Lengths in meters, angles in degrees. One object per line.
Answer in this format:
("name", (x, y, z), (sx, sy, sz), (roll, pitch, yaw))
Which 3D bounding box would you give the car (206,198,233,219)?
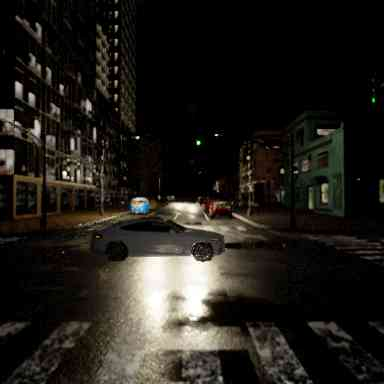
("car", (2.644, 1.647, 31.082), (1.967, 1.590, 4.097), (1, 0, 0))

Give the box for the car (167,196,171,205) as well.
("car", (-5.804, 1.996, 65.069), (1.947, 1.339, 4.313), (1, 0, 0))

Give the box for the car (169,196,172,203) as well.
("car", (-5.815, 2.033, 70.743), (1.947, 1.339, 4.313), (1, 0, 0))

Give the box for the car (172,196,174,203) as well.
("car", (-5.837, 2.092, 82.091), (2.008, 1.369, 4.403), (1, 0, 0))

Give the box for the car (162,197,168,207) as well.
("car", (-5.793, 1.975, 59.395), (1.802, 1.307, 4.206), (1, 0, 0))

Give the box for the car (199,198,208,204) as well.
("car", (2.554, 2.070, 76.472), (1.947, 1.339, 4.313), (1, 0, 0))

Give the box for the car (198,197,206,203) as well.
("car", (2.534, 2.018, 87.820), (1.967, 1.590, 4.097), (1, 0, 0))

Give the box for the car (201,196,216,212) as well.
("car", (2.625, 1.597, 42.430), (2.192, 1.841, 5.009), (1, 0, 0))

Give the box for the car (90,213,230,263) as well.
("car", (-1.170, 1.608, 11.767), (4.674, 1.442, 1.812), (0, 0, 0))

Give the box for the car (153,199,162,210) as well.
("car", (-5.770, 1.843, 47.878), (1.752, 1.417, 4.829), (1, 0, 0))

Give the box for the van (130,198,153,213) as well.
("van", (-5.745, 1.585, 36.701), (1.690, 1.788, 3.998), (1, 0, 0))

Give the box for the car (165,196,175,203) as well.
("car", (-5.843, 1.893, 87.766), (2.192, 1.841, 5.009), (1, 0, 0))

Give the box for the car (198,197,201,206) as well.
("car", (2.580, 1.745, 65.126), (2.192, 1.841, 5.009), (1, 0, 0))

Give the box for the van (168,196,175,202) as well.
("van", (-5.855, 1.956, 93.440), (1.690, 1.788, 3.998), (1, 0, 0))
